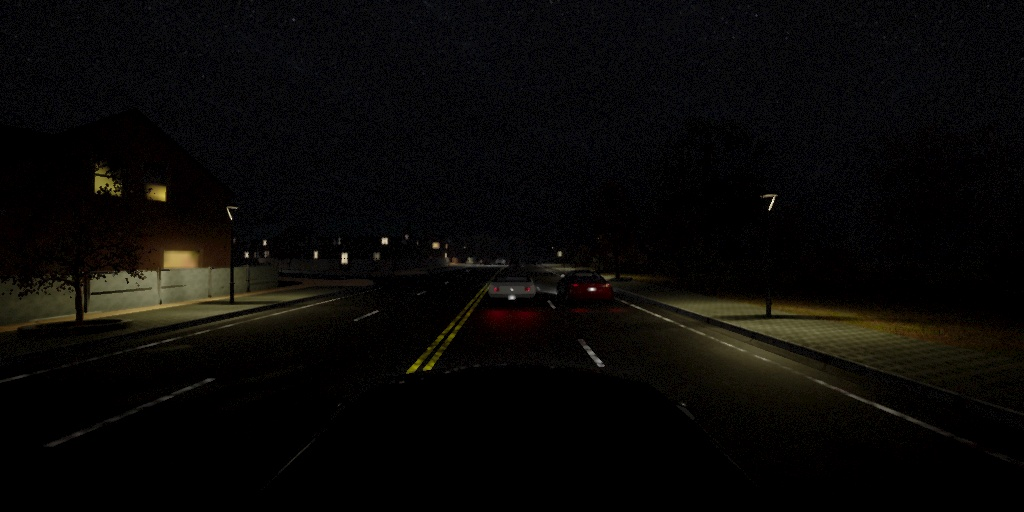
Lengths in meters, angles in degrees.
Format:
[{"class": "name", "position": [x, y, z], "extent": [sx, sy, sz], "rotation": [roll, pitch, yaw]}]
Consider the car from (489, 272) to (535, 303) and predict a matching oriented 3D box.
[{"class": "car", "position": [0.001, 1.369, 16.575], "extent": [1.895, 1.301, 4.718], "rotation": [0, 0, 0]}]

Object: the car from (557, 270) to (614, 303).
[{"class": "car", "position": [3.251, 1.325, 16.545], "extent": [1.994, 1.385, 4.181], "rotation": [0, 0, 0]}]
